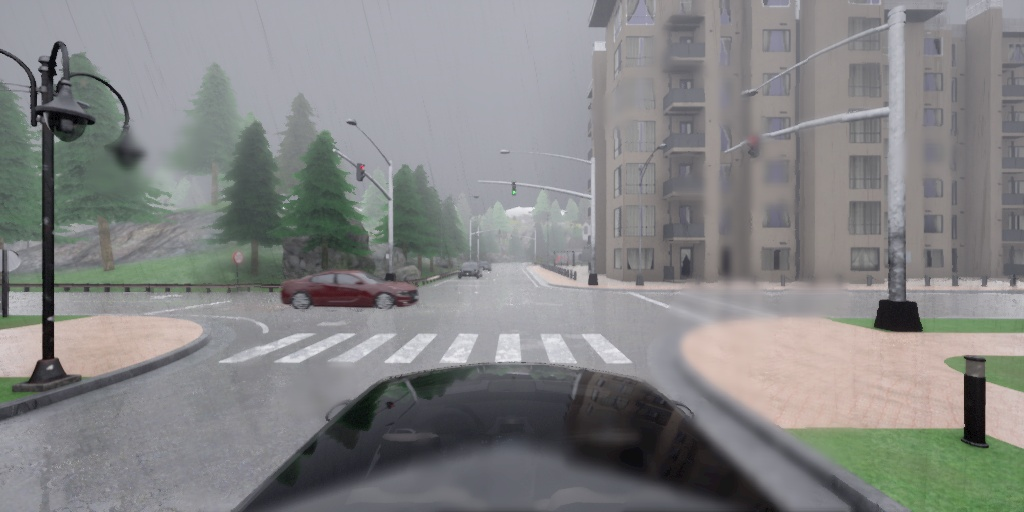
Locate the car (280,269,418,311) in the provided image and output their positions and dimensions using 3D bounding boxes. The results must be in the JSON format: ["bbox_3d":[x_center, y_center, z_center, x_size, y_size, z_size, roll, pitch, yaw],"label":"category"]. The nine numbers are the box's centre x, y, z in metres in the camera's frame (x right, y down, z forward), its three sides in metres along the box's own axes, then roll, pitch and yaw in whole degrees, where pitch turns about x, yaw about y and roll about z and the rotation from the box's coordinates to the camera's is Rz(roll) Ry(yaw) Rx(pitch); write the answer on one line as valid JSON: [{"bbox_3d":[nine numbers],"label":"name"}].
[{"bbox_3d":[-6.183,1.292,13.872,5.008,1.535,1.882,1,0,1],"label":"car"}]

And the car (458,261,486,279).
[{"bbox_3d":[-3.763,1.275,32.885,1.837,1.490,4.892,0,0,1],"label":"car"}]

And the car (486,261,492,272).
[{"bbox_3d":[-3.646,1.328,45.805,1.994,1.385,4.181,0,0,1],"label":"car"}]
